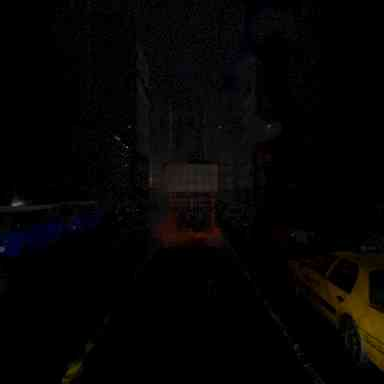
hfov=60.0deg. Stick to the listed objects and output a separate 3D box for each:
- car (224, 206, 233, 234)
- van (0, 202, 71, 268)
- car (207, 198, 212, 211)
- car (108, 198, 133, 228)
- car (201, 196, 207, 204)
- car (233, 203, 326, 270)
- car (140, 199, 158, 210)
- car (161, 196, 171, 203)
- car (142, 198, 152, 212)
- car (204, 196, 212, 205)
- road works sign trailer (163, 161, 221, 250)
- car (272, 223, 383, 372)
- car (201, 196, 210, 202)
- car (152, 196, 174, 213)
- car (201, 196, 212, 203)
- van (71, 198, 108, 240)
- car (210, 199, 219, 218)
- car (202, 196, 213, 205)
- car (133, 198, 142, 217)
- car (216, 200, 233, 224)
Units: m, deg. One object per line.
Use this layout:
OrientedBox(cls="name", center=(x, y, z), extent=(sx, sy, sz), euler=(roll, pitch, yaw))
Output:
OrientedBox(cls="car", center=(2.855, 1.583, 16.548), extent=(1.802, 1.307, 4.206), euler=(-1, 0, 0))
OrientedBox(cls="van", center=(-5.680, 1.342, 10.962), extent=(1.690, 1.788, 3.998), euler=(-1, 0, 0))
OrientedBox(cls="car", center=(2.858, 1.563, 33.305), extent=(1.947, 1.339, 4.313), euler=(-1, 0, 0))
OrientedBox(cls="car", center=(-5.681, 1.315, 22.134), extent=(2.192, 1.841, 5.009), euler=(-1, 0, 0))
OrientedBox(cls="car", center=(2.862, 1.537, 55.649), extent=(2.008, 1.369, 4.403), euler=(-1, 0, 0))
OrientedBox(cls="car", center=(2.851, 1.316, 10.962), extent=(2.192, 1.841, 5.009), euler=(-1, 0, 0))
OrientedBox(cls="car", center=(-5.679, 1.575, 44.476), extent=(1.802, 1.307, 4.206), euler=(-1, 0, 0))
OrientedBox(cls="car", center=(-5.681, 1.516, 72.405), extent=(1.887, 1.381, 4.507), euler=(-1, 0, 0))
OrientedBox(cls="car", center=(-5.680, 1.435, 38.890), extent=(1.967, 1.590, 4.097), euler=(-1, 0, 0))
OrientedBox(cls="car", center=(2.859, 1.546, 38.891), extent=(2.008, 1.369, 4.403), euler=(-1, 0, 0))
OrientedBox(cls="road works sign trailer", center=(0.005, 0.465, 14.363), extent=(2.380, 3.560, 2.880), euler=(0, 0, 0))
OrientedBox(cls="car", center=(2.852, 1.526, 5.546), extent=(1.752, 1.417, 4.829), euler=(-1, 0, 0))
OrientedBox(cls="car", center=(2.865, 1.553, 72.407), extent=(1.802, 1.307, 4.206), euler=(-1, 0, 0))
OrientedBox(cls="car", center=(-3.097, 1.521, 37.939), extent=(1.812, 1.442, 4.674), euler=(0, 0, 0))
OrientedBox(cls="car", center=(2.864, 1.542, 66.821), extent=(1.947, 1.339, 4.313), euler=(-1, 0, 0))
OrientedBox(cls="van", center=(-5.680, 1.342, 16.548), extent=(1.690, 1.788, 3.998), euler=(-1, 0, 0))
OrientedBox(cls="car", center=(2.856, 1.564, 27.720), extent=(1.947, 1.339, 4.313), euler=(-1, 0, 0))
OrientedBox(cls="car", center=(2.862, 1.507, 61.404), extent=(1.752, 1.417, 4.829), euler=(-1, 0, 0))
OrientedBox(cls="car", center=(-5.680, 1.438, 27.719), extent=(1.967, 1.590, 4.097), euler=(-1, 0, 0))
OrientedBox(cls="car", center=(2.855, 1.525, 22.304), extent=(1.752, 1.417, 4.829), euler=(-1, 0, 0))
